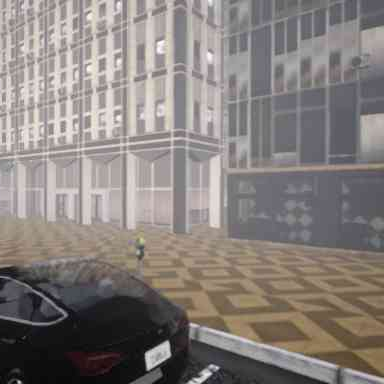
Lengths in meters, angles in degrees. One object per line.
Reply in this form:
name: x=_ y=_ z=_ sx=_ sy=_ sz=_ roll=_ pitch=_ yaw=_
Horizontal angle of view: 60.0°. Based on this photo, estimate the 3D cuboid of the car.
car: x=-2.008 y=1.540 z=4.311 sx=4.313 sy=1.339 sz=1.947 roll=0 pitch=0 yaw=36
